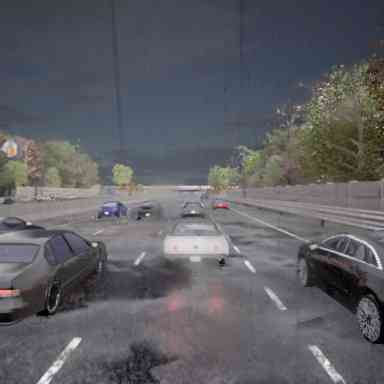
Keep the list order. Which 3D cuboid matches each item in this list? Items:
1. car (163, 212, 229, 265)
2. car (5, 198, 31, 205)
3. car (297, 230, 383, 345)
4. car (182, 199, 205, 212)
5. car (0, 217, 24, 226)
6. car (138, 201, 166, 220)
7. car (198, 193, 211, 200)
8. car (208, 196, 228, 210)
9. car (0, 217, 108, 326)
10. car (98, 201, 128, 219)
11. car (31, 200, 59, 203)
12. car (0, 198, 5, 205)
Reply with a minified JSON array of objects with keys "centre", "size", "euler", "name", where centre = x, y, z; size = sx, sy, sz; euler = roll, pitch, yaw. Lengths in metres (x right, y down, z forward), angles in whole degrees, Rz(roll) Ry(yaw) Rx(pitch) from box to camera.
[{"centre":[0.105,1.603,11.616],"size":[1.895,1.301,4.718],"euler":[0,0,0],"name":"car"},{"centre":[-21.073,1.621,42.049],"size":[1.895,1.301,4.718],"euler":[0,0,0],"name":"car"},{"centre":[3.519,1.479,6.350],"size":[2.128,1.511,4.902],"euler":[0,0,0],"name":"car"},{"centre":[0.107,1.575,28.879],"size":[1.994,1.385,4.181],"euler":[0,0,0],"name":"car"},{"centre":[-6.895,1.567,11.941],"size":[1.994,1.385,4.181],"euler":[0,0,0],"name":"car"},{"centre":[-3.396,1.516,28.127],"size":[1.837,1.490,4.892],"euler":[0,0,0],"name":"car"},{"centre":[3.519,1.323,93.761],"size":[2.150,2.045,5.566],"euler":[0,0,0],"name":"car"},{"centre":[3.508,1.566,42.993],"size":[1.994,1.385,4.181],"euler":[0,0,0],"name":"car"},{"centre":[-3.401,1.549,7.394],"size":[2.033,1.411,5.357],"euler":[0,0,0],"name":"car"},{"centre":[-6.895,1.537,29.183],"size":[1.812,1.442,4.674],"euler":[0,0,0],"name":"car"},{"centre":[-17.579,1.621,41.295],"size":[1.895,1.301,4.718],"euler":[0,0,0],"name":"car"},{"centre":[-24.572,1.547,42.931],"size":[1.812,1.442,4.674],"euler":[0,0,0],"name":"car"}]
